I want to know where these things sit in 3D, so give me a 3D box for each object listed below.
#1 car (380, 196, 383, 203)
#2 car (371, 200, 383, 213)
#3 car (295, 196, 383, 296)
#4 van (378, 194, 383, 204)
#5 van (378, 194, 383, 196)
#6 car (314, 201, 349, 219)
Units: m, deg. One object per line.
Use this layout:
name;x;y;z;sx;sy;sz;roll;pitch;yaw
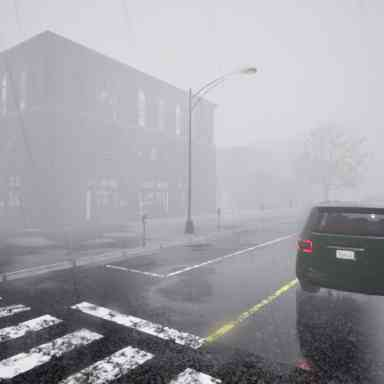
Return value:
car;41.293;1.561;70.418;2.008;1.369;4.403;1;1;35
car;22.132;1.613;38.632;1.895;1.301;4.718;0;0;35
car;4.312;1.224;8.193;2.150;2.045;5.566;0;0;35
van;38.098;1.353;65.888;1.690;1.788;3.998;1;1;35
van;28.507;1.354;52.304;1.690;1.788;3.998;1;1;35
car;12.518;1.575;29.665;1.947;1.339;4.313;1;0;35
